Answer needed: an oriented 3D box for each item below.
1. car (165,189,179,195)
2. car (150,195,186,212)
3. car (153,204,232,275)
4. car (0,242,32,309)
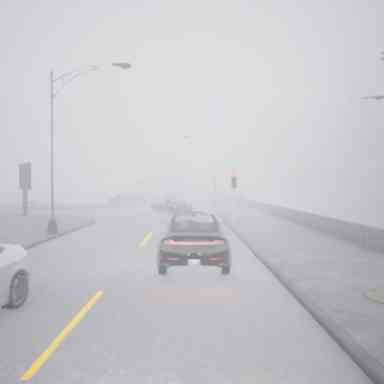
[{"bbox_3d":[-4.024,0.599,63.654,1.994,1.385,4.181,0,1,1],"label":"car"},{"bbox_3d":[-1.873,1.174,28.099,1.895,1.301,4.718,0,1,-29],"label":"car"},{"bbox_3d":[0.062,1.339,9.918,2.128,1.511,4.902,0,1,0],"label":"car"},{"bbox_3d":[-4.081,1.450,4.864,1.812,1.442,4.674,0,1,0],"label":"car"}]
